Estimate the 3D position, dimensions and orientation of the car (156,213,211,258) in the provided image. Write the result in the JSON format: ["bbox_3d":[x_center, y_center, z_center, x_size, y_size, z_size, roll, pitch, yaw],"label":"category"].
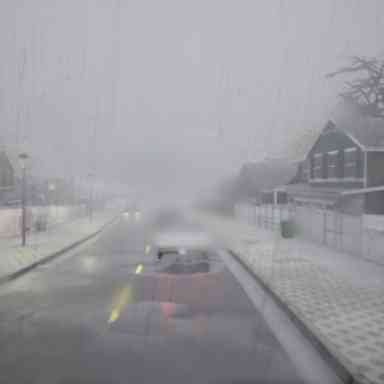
[{"bbox_3d":[-0.423,1.741,13.366,1.895,1.301,4.718,0,-1,-4],"label":"car"}]

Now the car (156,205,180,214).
[{"bbox_3d":[-2.046,1.848,28.690,2.128,1.511,4.902,0,-1,-8],"label":"car"}]

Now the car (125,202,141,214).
[{"bbox_3d":[-8.158,2.196,45.898,1.837,1.490,4.892,0,-2,-13],"label":"car"}]
